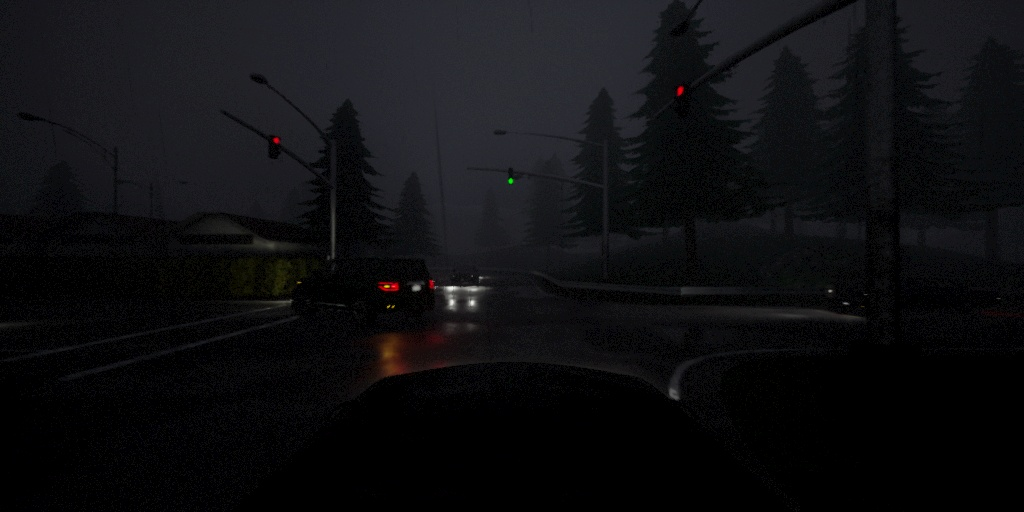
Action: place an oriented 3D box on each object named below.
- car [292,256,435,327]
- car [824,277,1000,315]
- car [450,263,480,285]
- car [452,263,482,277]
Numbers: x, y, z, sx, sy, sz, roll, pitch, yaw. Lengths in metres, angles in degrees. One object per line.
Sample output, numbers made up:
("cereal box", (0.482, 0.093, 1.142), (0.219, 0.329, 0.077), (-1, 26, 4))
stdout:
("car", (-5.044, 1.049, 12.029), (5.566, 2.045, 2.150), (0, -2, 34))
("car", (14.574, 1.441, 13.300), (4.718, 1.301, 1.895), (0, 0, 0))
("car", (-3.598, 1.447, 28.183), (1.812, 1.442, 4.674), (0, 0, -1))
("car", (-5.239, 1.530, 40.913), (1.812, 1.442, 4.674), (0, 0, -28))
